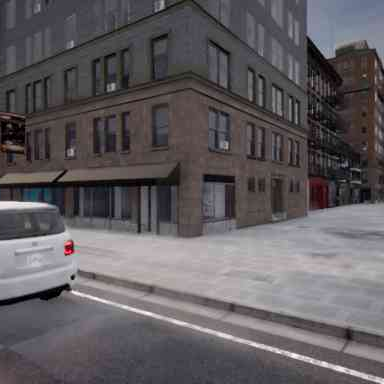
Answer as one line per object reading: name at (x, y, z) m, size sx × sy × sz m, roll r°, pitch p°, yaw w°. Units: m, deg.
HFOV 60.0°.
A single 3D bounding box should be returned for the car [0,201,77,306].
car at (-4.815, 1.219, 7.118) m, size 5.566 × 2.045 × 2.150 m, roll 0°, pitch 0°, yaw 35°
